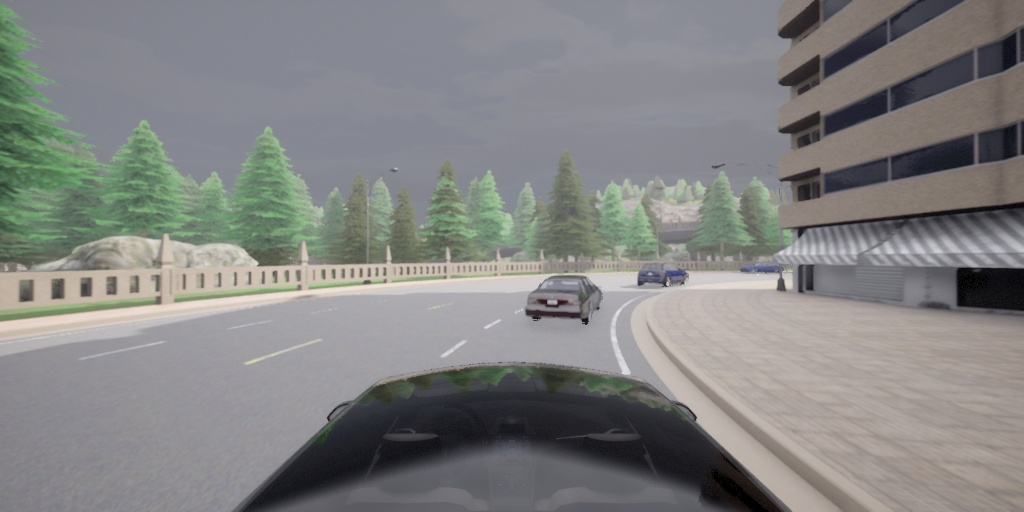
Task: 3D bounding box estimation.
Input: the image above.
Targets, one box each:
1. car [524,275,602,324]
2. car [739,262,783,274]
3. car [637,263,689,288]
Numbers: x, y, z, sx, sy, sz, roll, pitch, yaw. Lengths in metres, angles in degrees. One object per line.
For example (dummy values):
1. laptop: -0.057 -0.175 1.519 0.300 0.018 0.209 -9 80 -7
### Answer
1. car: 1.984 1.364 12.476 2.033 1.411 5.357 0 0 20
2. car: 31.404 1.498 45.260 5.008 1.535 1.882 0 0 -5
3. car: 10.951 1.251 25.874 4.553 1.767 2.097 1 -1 -43
